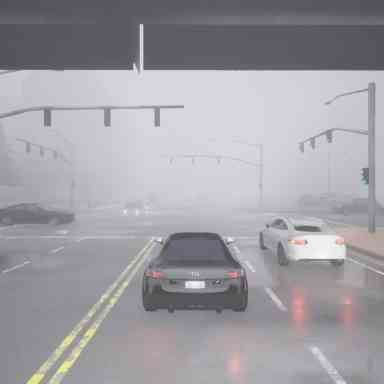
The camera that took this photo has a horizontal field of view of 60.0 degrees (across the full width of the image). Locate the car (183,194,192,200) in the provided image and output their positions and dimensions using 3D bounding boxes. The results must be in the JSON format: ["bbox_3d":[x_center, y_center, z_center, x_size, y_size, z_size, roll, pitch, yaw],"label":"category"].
[{"bbox_3d":[-1.166,1.351,86.056,2.128,1.511,4.902,0,0,0],"label":"car"}]

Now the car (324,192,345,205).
[{"bbox_3d":[19.534,1.156,47.363,1.905,1.878,3.866,0,0,0],"label":"car"}]

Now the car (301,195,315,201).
[{"bbox_3d":[27.907,1.395,79.958,1.970,1.475,3.806,0,0,0],"label":"car"}]

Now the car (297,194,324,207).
[{"bbox_3d":[16.640,1.153,47.408,1.932,1.855,4.605,0,0,0],"label":"car"}]

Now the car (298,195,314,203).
[{"bbox_3d":[22.186,1.395,64.838,1.970,1.475,3.806,0,0,0],"label":"car"}]

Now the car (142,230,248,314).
[{"bbox_3d":[0.066,1.564,7.725,1.994,1.385,4.181,0,0,0],"label":"car"}]

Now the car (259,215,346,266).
[{"bbox_3d":[3.581,1.526,11.385,1.812,1.442,4.674,0,0,0],"label":"car"}]

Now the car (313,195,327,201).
[{"bbox_3d":[30.802,1.364,79.966,1.784,1.438,3.905,0,0,0],"label":"car"}]

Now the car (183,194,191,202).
[{"bbox_3d":[-1.105,1.593,76.985,1.895,1.301,4.718,0,0,0],"label":"car"}]

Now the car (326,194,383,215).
[{"bbox_3d":[16.350,1.352,33.180,4.553,1.767,2.097,0,0,1],"label":"car"}]

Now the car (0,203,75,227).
[{"bbox_3d":[-10.476,1.477,22.307,5.008,1.535,1.882,0,0,-1],"label":"car"}]

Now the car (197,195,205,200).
[{"bbox_3d":[2.334,1.378,86.079,1.994,1.385,4.181,0,0,0],"label":"car"}]

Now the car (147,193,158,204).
[{"bbox_3d":[-8.059,1.219,66.087,2.150,2.045,5.566,0,0,0],"label":"car"}]

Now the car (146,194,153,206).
[{"bbox_3d":[-8.050,1.526,55.436,1.812,1.442,4.674,0,0,0],"label":"car"}]

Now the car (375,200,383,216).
[{"bbox_3d":[19.147,1.601,29.649,4.718,1.301,1.895,0,0,1],"label":"car"}]

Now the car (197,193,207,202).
[{"bbox_3d":[2.395,1.223,77.011,2.150,2.045,5.566,0,0,0],"label":"car"}]

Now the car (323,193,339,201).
[{"bbox_3d":[33.485,1.153,80.025,1.932,1.855,4.605,0,0,0],"label":"car"}]

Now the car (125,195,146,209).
[{"bbox_3d":[-7.999,1.478,46.156,1.882,1.535,5.008,0,0,0],"label":"car"}]
